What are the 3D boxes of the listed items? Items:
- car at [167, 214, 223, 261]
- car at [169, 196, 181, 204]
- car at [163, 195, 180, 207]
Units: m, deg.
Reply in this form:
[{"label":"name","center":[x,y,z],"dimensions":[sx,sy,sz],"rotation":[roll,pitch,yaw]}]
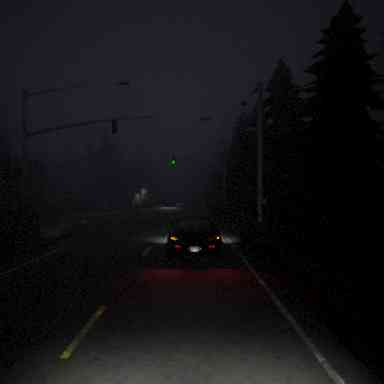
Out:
[{"label":"car","center":[0.086,1.551,12.315],"dimensions":[1.812,1.442,4.674],"rotation":[0,0,0]},{"label":"car","center":[-3.495,1.666,69.274],"dimensions":[2.128,1.511,4.902],"rotation":[0,0,0]},{"label":"car","center":[-3.562,1.602,53.766],"dimensions":[2.128,1.511,4.902],"rotation":[0,0,0]}]
